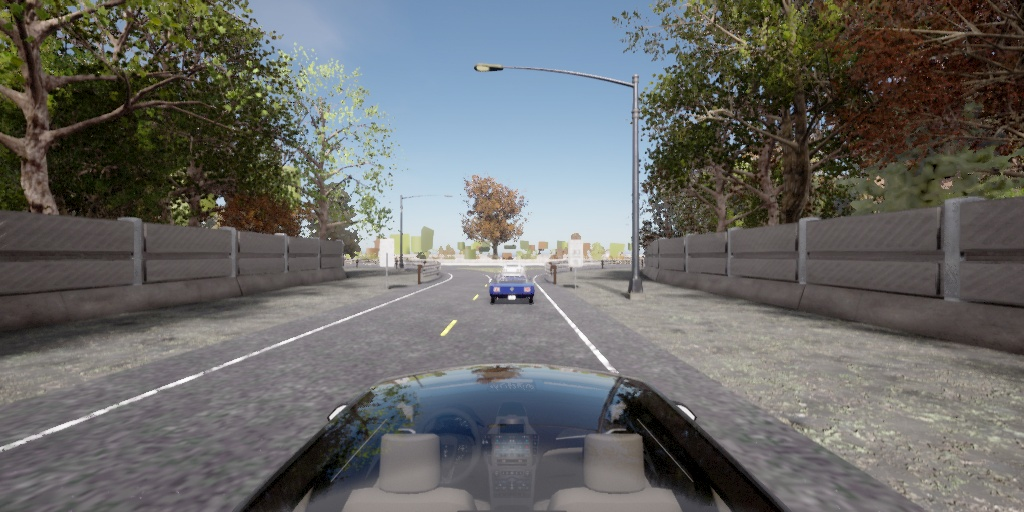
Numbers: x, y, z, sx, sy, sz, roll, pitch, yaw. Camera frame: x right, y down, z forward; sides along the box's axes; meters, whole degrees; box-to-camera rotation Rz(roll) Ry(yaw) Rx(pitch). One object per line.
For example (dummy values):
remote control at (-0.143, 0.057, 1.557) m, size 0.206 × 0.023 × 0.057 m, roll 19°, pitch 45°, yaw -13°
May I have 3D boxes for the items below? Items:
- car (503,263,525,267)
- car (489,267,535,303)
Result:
car at (0.143, 1.290, 31.368) m, size 1.812 × 1.442 × 4.674 m, roll 0°, pitch 0°, yaw 4°
car at (0.000, 1.369, 16.539) m, size 1.895 × 1.301 × 4.718 m, roll 0°, pitch 0°, yaw 0°
